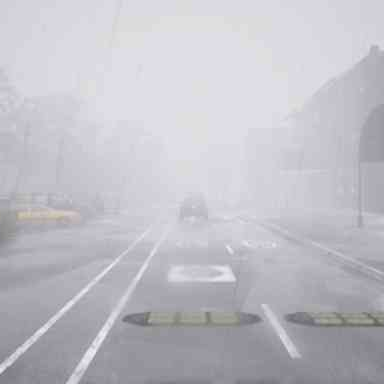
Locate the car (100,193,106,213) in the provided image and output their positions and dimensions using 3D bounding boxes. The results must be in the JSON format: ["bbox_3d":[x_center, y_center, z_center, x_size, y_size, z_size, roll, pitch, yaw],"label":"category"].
[{"bbox_3d":[-9.437,1.042,25.364,5.566,2.045,2.435,-1,1,-20],"label":"car"}]

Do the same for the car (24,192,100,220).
[{"bbox_3d":[-9.394,1.067,22.436,5.566,2.045,2.435,-1,0,-20],"label":"car"}]

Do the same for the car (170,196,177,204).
[{"bbox_3d":[-3.027,1.583,63.828,1.837,1.490,4.892,0,-1,2],"label":"car"}]

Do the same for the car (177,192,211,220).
[{"bbox_3d":[0.134,1.154,25.970,2.097,1.767,4.553,0,1,0],"label":"car"}]

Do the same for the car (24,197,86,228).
[{"bbox_3d":[-9.256,1.338,19.541,5.366,1.575,1.946,-1,0,-20],"label":"car"}]

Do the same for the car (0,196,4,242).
[{"bbox_3d":[-9.465,1.166,10.570,5.566,2.045,2.435,-1,1,-20],"label":"car"}]

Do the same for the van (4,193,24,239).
[{"bbox_3d":[-9.538,1.170,13.497,4.442,1.987,1.878,-1,1,-20],"label":"van"}]
